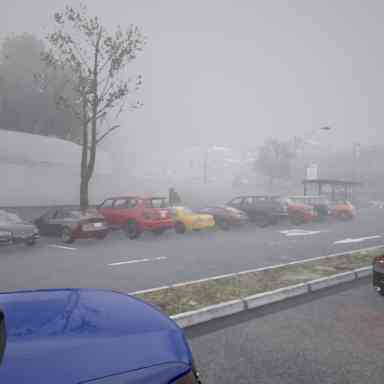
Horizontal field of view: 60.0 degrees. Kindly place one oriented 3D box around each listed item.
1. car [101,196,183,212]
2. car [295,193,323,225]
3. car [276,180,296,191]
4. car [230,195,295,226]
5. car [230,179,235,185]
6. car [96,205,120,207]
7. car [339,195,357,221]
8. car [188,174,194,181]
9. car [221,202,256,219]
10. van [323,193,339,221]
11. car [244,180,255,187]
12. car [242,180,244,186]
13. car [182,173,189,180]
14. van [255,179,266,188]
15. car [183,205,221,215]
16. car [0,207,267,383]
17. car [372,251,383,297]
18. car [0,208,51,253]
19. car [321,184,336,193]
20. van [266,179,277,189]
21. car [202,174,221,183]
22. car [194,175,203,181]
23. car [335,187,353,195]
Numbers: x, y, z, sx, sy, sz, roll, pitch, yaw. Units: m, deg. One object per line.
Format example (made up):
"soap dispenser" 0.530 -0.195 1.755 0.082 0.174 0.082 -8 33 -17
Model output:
"car" -3.596 1.248 17.653 5.566 2.045 2.435 -1 -1 35
"car" 6.284 1.267 24.551 5.566 2.045 2.435 -1 -1 35
"car" 19.305 -0.992 66.296 2.231 1.521 4.892 7 3 35
"car" 3.768 1.263 22.851 5.566 2.045 2.435 -1 -1 35
"car" 10.693 -2.317 78.661 2.002 1.452 4.674 7 3 35
"car" -6.045 1.524 15.913 4.792 1.488 2.163 -1 -1 35
"car" 11.239 1.403 27.961 4.553 1.767 2.185 -1 -1 35
"car" 1.967 -3.850 90.914 2.185 1.767 4.553 6 3 34
"car" 1.337 1.549 21.098 4.674 1.452 2.002 -1 -1 35
"van" 8.826 1.297 26.216 4.442 1.987 1.878 -1 -1 35
"car" 14.257 -1.812 73.871 1.946 1.575 5.366 7 3 35
"car" 12.430 -2.043 76.195 2.002 1.452 4.674 7 4 35
"car" 0.242 -4.085 93.387 2.185 1.767 4.553 4 1 34
"van" 15.826 -1.764 71.137 1.878 1.987 4.442 7 4 35
"car" -1.273 1.503 19.476 5.366 1.575 1.946 -1 -1 35
"car" -2.431 1.221 1.402 5.566 2.045 2.150 0 0 -35
"car" 5.821 1.515 7.256 4.892 1.490 1.837 0 0 -35
"car" -8.468 1.493 14.171 4.892 1.521 2.231 -1 -1 35
"car" 24.500 -0.426 58.900 2.435 2.045 5.566 7 3 35
"van" 17.550 -1.491 68.662 1.878 1.987 4.442 7 4 35
"car" 5.602 -3.176 86.181 1.946 1.575 5.366 7 3 34
"car" 3.756 -3.698 88.444 2.435 2.045 5.566 7 3 34
"car" 26.186 0.137 56.424 2.002 1.452 4.674 7 3 35
